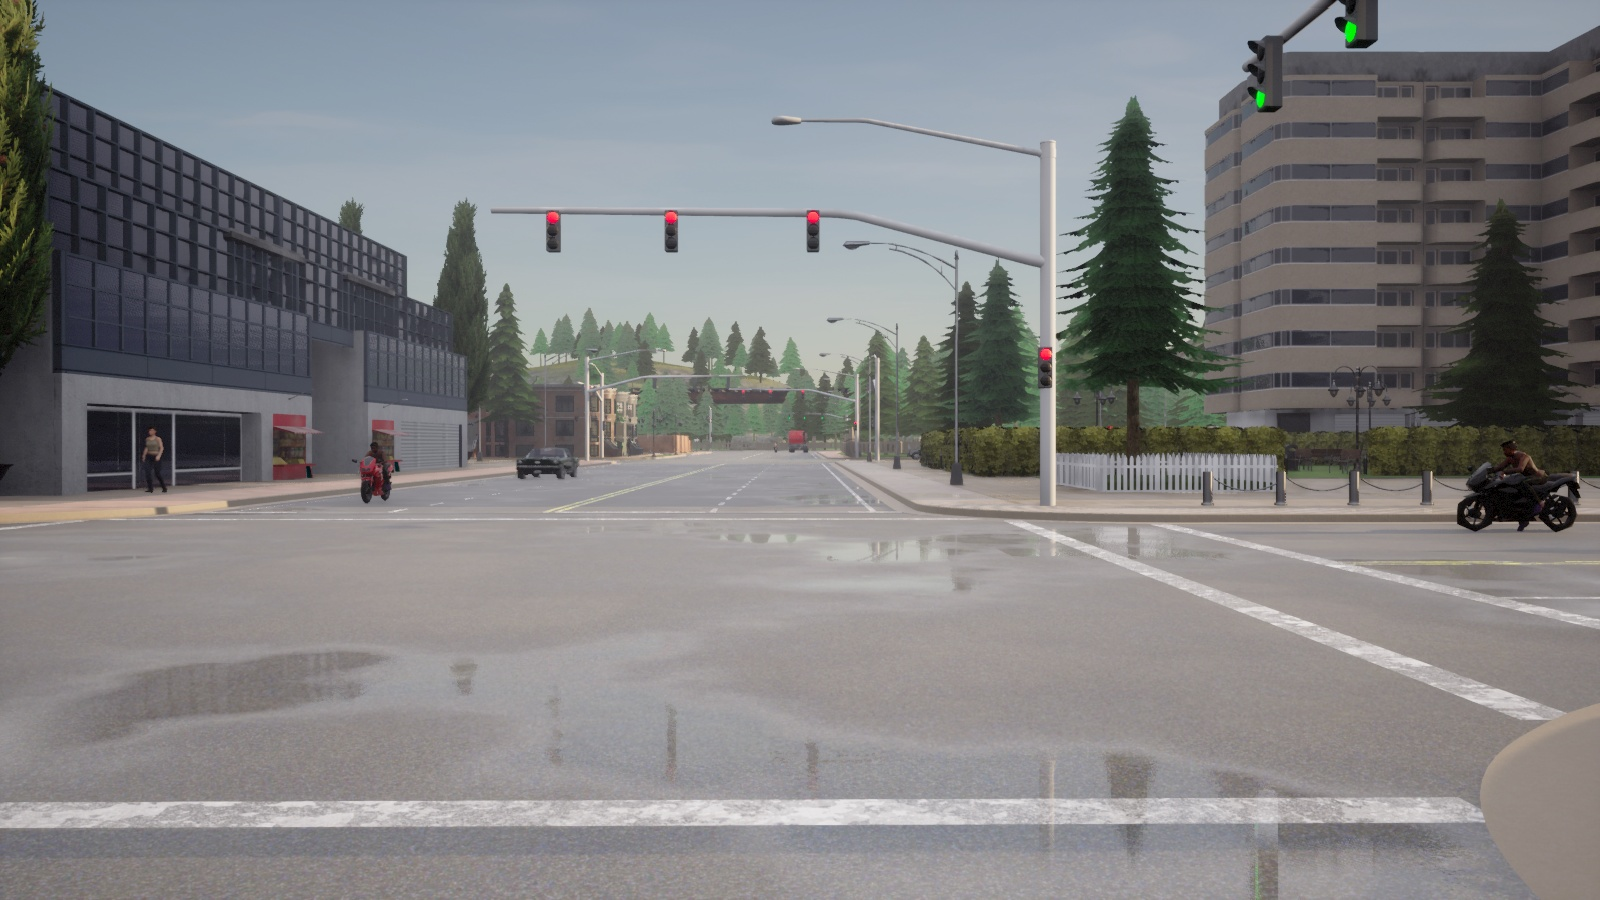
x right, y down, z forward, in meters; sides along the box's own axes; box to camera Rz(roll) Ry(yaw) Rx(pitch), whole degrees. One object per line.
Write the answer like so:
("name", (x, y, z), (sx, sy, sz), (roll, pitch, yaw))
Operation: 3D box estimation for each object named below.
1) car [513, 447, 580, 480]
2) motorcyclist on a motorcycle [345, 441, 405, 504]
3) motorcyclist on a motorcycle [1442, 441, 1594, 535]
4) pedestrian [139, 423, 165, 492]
("car", (-10.669, 0.538, 53.135), (1.895, 1.301, 4.718), (0, 0, 0))
("motorcyclist on a motorcycle", (-10.665, 0.542, 31.586), (0.797, 1.523, 2.044), (0, 0, 0))
("motorcyclist on a motorcycle", (11.870, 0.621, 20.800), (2.044, 1.523, 0.797), (0, 0, 0))
("pedestrian", (-17.384, 0.201, 33.716), (0.345, 1.836, 0.594), (0, 0, 6))
